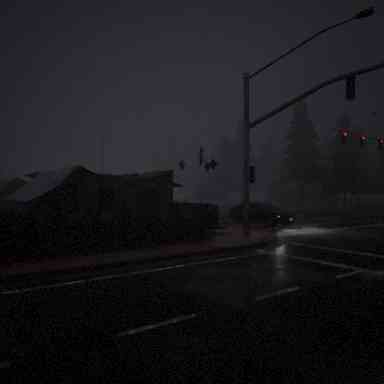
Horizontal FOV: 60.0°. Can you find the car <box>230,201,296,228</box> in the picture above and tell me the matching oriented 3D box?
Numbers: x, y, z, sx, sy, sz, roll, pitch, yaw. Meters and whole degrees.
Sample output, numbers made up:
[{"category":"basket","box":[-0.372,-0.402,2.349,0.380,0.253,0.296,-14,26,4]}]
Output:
[{"category":"car","box":[4.640,1.418,22.372,1.837,1.490,4.892,0,1,-37]}]
